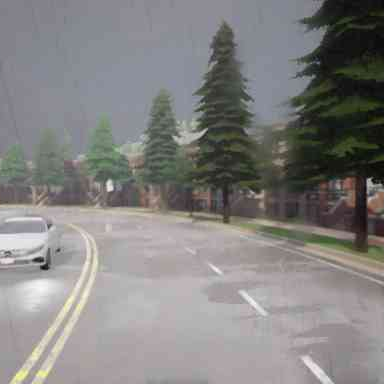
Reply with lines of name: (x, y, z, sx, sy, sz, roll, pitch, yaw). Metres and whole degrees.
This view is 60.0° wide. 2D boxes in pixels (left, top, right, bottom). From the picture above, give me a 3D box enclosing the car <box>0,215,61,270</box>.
car: (-5.419, 1.519, 10.879, 1.812, 1.442, 4.674, -1, 0, -16)
